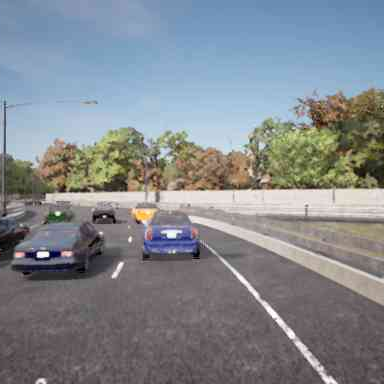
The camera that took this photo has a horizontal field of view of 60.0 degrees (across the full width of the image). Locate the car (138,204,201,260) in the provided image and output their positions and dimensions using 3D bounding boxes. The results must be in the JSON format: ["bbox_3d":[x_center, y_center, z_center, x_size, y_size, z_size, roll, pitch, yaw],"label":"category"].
[{"bbox_3d":[-0.954,1.540,13.559,2.097,1.767,4.553,0,-1,-7],"label":"car"}]

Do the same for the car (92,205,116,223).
[{"bbox_3d":[-7.905,1.914,29.879,1.882,1.535,5.008,0,0,-16],"label":"car"}]

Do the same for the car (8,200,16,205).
[{"bbox_3d":[-46.036,2.650,81.862,4.892,1.490,1.837,-1,-1,37],"label":"car"}]

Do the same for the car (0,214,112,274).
[{"bbox_3d":[-4.174,1.717,11.184,2.033,1.411,5.357,0,-1,-7],"label":"car"}]

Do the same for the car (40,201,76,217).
[{"bbox_3d":[-10.977,1.773,27.862,2.097,1.767,4.553,0,-1,-15],"label":"car"}]

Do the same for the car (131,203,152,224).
[{"bbox_3d":[-4.162,1.767,29.455,2.097,1.767,4.553,0,-1,-15],"label":"car"}]

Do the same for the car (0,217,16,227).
[{"bbox_3d":[-7.930,1.701,13.029,2.128,1.511,4.902,0,-1,-7],"label":"car"}]

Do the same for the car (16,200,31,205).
[{"bbox_3d":[-43.822,2.717,84.573,5.357,1.411,2.033,-1,-1,37],"label":"car"}]
